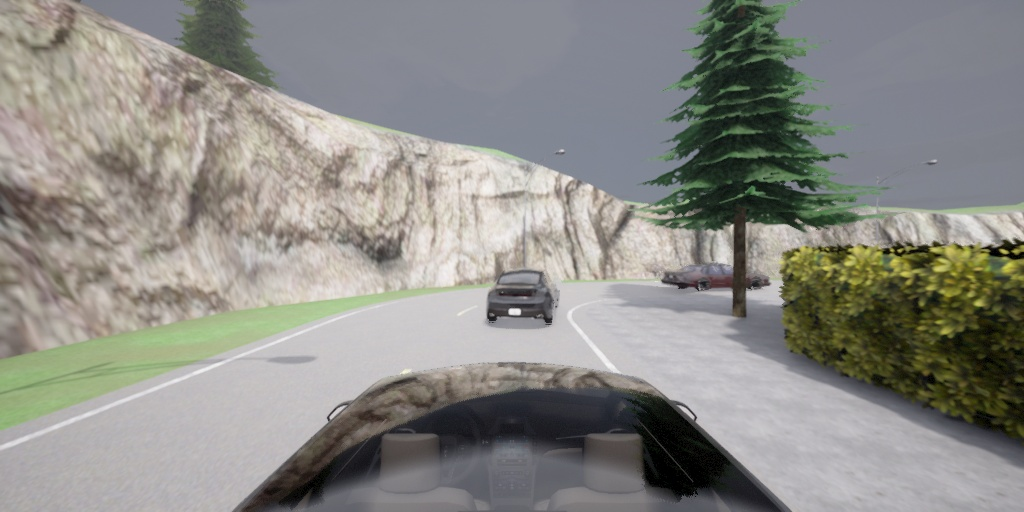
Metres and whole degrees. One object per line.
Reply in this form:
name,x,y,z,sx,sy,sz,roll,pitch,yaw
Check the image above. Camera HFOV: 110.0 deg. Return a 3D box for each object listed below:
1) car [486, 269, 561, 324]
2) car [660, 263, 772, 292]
car,0.484,1.140,11.538,1.837,1.490,4.892,0,1,10
car,10.638,1.091,18.835,5.357,1.411,2.033,0,1,-9
